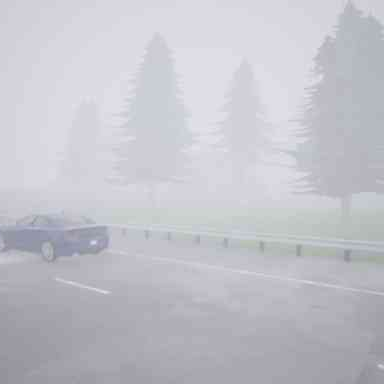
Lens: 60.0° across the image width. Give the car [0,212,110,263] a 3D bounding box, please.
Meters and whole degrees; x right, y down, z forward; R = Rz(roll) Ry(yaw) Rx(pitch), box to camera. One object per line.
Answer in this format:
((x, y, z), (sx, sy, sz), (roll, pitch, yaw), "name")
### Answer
((-5.122, 1.443, 11.955), (5.008, 1.535, 1.882), (0, 0, 36), "car")
